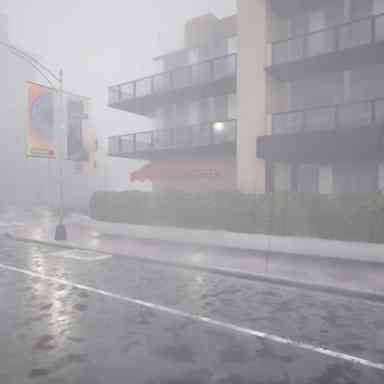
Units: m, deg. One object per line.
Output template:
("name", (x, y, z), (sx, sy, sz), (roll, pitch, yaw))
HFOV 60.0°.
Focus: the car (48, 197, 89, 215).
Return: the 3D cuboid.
("car", (-12.526, 1.524, 34.480), (1.812, 1.442, 4.674), (0, 0, 35))
